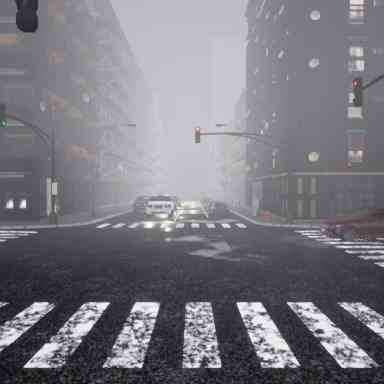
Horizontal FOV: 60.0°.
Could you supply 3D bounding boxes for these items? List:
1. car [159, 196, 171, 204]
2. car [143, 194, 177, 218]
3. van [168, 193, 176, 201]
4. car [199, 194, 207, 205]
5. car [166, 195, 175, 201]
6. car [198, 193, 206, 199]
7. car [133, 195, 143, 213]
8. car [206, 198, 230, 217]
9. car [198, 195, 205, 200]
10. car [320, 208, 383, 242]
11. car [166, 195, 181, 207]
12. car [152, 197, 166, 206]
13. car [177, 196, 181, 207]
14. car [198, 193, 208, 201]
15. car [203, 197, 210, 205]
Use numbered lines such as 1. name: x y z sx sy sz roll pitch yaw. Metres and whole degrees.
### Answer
1. car: -5.228 1.557 64.692 1.802 1.307 4.206 -1 0 0
2. car: -2.810 1.212 30.395 2.150 2.045 5.566 0 0 0
3. van: -5.198 1.302 86.841 1.690 1.788 3.998 -1 0 0
4. car: 2.643 1.523 59.092 1.887 1.381 4.507 -1 0 0
5. car: -5.204 1.490 81.134 1.752 1.417 4.829 -1 0 0
6. car: 2.669 1.551 75.709 1.802 1.307 4.206 -1 0 0
7. car: -5.273 1.303 37.006 2.192 1.841 5.009 -1 0 0
8. car: 2.602 1.572 31.396 1.802 1.307 4.206 -1 0 0
9. car: 2.693 1.539 92.327 1.802 1.307 4.206 -1 0 0
10. car: 8.414 1.493 15.439 4.674 1.442 1.812 0 0 0
11. car: -2.761 1.334 51.028 2.097 1.767 4.553 0 0 0
12. car: -5.245 1.563 53.618 1.802 1.307 4.206 -1 0 0
13. car: -2.788 1.478 40.415 2.128 1.511 4.902 0 0 0
14. car: 2.673 1.280 81.249 2.192 1.841 5.009 -1 0 0
15. car: 2.610 1.539 36.935 2.008 1.369 4.403 -1 0 0
